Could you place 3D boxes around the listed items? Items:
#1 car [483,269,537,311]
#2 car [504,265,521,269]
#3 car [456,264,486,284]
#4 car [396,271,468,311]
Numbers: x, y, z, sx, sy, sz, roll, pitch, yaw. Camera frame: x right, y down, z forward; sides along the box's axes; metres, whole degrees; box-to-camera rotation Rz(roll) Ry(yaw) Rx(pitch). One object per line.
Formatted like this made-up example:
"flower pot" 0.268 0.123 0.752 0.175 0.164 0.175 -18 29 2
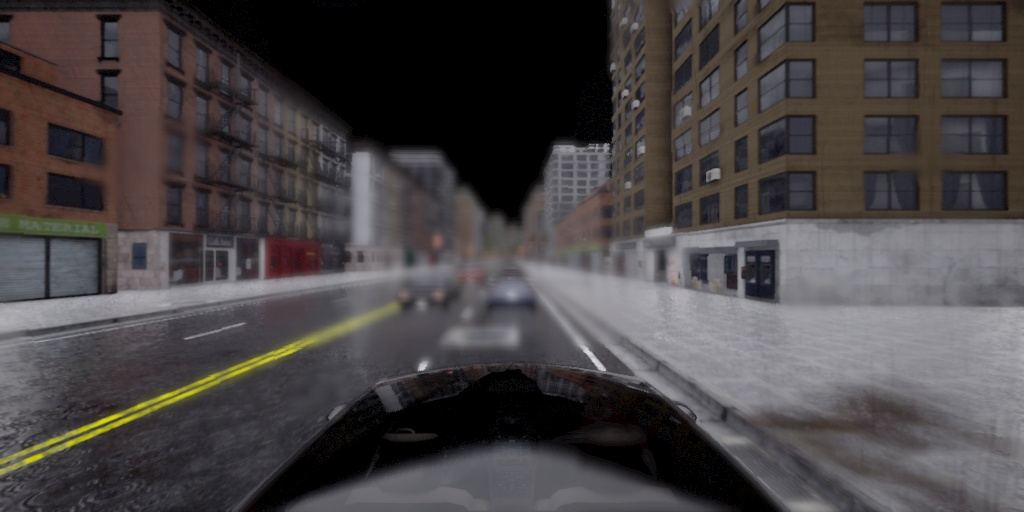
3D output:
"car" 0.027 1.444 15.337 1.994 1.385 4.181 0 0 1
"car" 0.045 1.529 30.366 1.837 1.490 4.892 0 0 0
"car" -3.209 1.621 30.108 1.895 1.301 4.718 0 -1 0
"car" -3.224 1.478 15.108 1.895 1.301 4.718 0 -1 0
